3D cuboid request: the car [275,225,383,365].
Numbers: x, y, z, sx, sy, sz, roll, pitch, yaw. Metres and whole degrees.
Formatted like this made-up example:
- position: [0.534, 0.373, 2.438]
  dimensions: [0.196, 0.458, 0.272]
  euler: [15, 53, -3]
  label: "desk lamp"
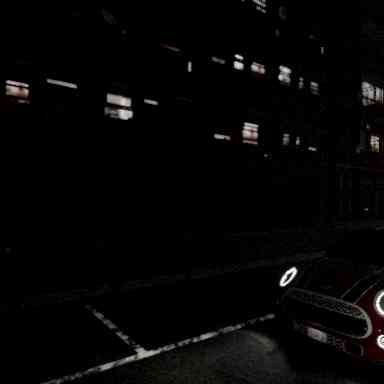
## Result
- position: [3.585, 1.420, 5.927]
  dimensions: [4.553, 1.767, 2.097]
  euler: [1, 0, -35]
  label: "car"
